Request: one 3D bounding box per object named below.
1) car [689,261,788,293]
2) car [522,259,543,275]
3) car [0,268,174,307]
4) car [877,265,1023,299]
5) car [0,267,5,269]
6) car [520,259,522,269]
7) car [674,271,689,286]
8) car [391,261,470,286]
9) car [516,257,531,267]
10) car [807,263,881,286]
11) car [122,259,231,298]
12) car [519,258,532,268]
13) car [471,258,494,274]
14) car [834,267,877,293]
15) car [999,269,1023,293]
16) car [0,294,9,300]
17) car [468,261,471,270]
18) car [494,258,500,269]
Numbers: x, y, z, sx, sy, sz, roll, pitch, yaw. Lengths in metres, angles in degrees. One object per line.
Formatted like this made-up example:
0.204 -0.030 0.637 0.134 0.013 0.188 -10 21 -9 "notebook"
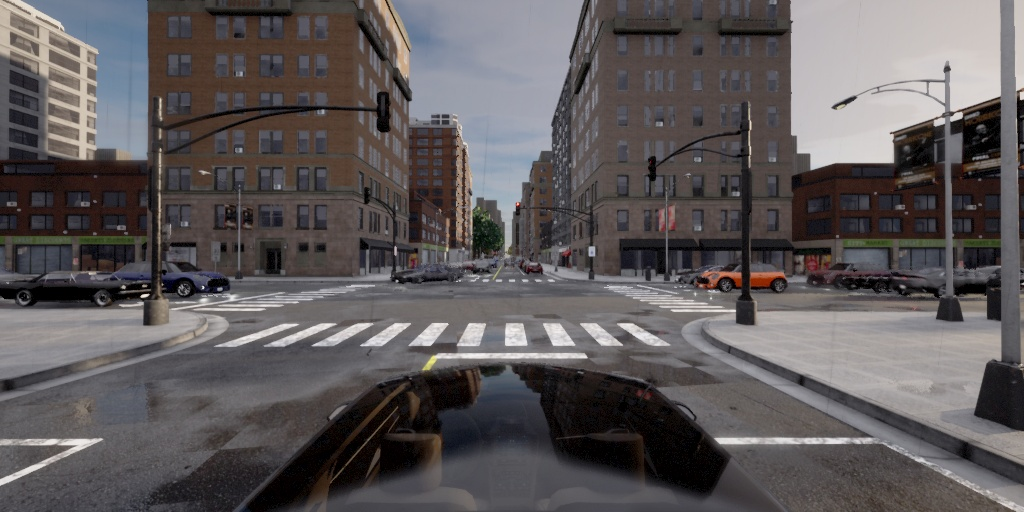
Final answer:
13.379 1.181 21.095 4.553 1.767 2.097 0 0 -1 "car"
2.438 1.324 39.865 1.888 1.381 4.507 0 0 -1 "car"
-16.674 1.246 14.131 4.718 1.301 1.895 0 0 0 "car"
21.702 1.331 17.714 4.902 1.511 2.128 0 0 0 "car"
-25.930 1.181 17.308 5.357 1.411 2.033 0 0 -1 "car"
2.372 1.354 45.372 1.948 1.339 4.313 0 0 -1 "car"
13.677 1.348 24.363 4.902 1.511 2.128 0 0 0 "car"
-5.940 1.310 26.056 2.033 1.411 5.357 0 0 42 "car"
2.239 1.128 56.385 2.192 1.841 5.009 0 0 -1 "car"
22.871 1.249 24.424 4.553 1.767 2.097 0 0 -1 "car"
-16.456 1.024 17.416 4.553 1.767 2.097 0 0 -1 "car"
2.303 1.325 51.048 1.751 1.417 4.829 0 0 -1 "car"
-3.342 1.284 40.741 1.837 1.490 4.892 0 0 -1 "car"
22.365 1.470 21.170 4.718 1.301 1.895 0 0 -1 "car"
32.304 1.478 21.247 4.181 1.385 1.994 0 0 -1 "car"
-5.855 1.190 1.406 1.967 1.591 4.097 0 0 0 "car"
-6.087 1.329 39.766 2.007 1.370 4.403 0 0 -1 "car"
-3.550 1.173 59.651 2.097 1.767 4.553 0 0 0 "car"
